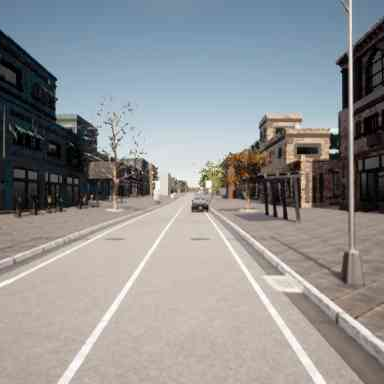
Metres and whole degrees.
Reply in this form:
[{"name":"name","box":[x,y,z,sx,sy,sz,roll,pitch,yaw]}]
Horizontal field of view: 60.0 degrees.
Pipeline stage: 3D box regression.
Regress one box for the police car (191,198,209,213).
[{"name":"police car","box":[0.899,1.515,38.505,1.930,1.638,5.238,0,0,0]}]

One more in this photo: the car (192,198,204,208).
[{"name":"car","box":[0.899,1.722,54.394,1.882,1.535,5.008,0,0,0]}]

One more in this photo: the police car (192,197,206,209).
[{"name":"police car","box":[0.899,1.608,48.505,1.930,1.638,5.238,0,0,0]}]
